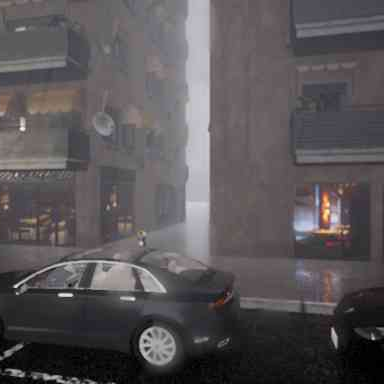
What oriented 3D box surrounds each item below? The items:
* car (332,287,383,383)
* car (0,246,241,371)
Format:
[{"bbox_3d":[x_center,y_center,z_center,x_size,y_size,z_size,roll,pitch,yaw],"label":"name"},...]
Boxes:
[{"bbox_3d":[4.021,1.564,3.945,4.313,1.339,1.947,0,0,13],"label":"car"},{"bbox_3d":[-1.472,1.548,5.183,4.403,1.369,2.008,0,0,13],"label":"car"}]
